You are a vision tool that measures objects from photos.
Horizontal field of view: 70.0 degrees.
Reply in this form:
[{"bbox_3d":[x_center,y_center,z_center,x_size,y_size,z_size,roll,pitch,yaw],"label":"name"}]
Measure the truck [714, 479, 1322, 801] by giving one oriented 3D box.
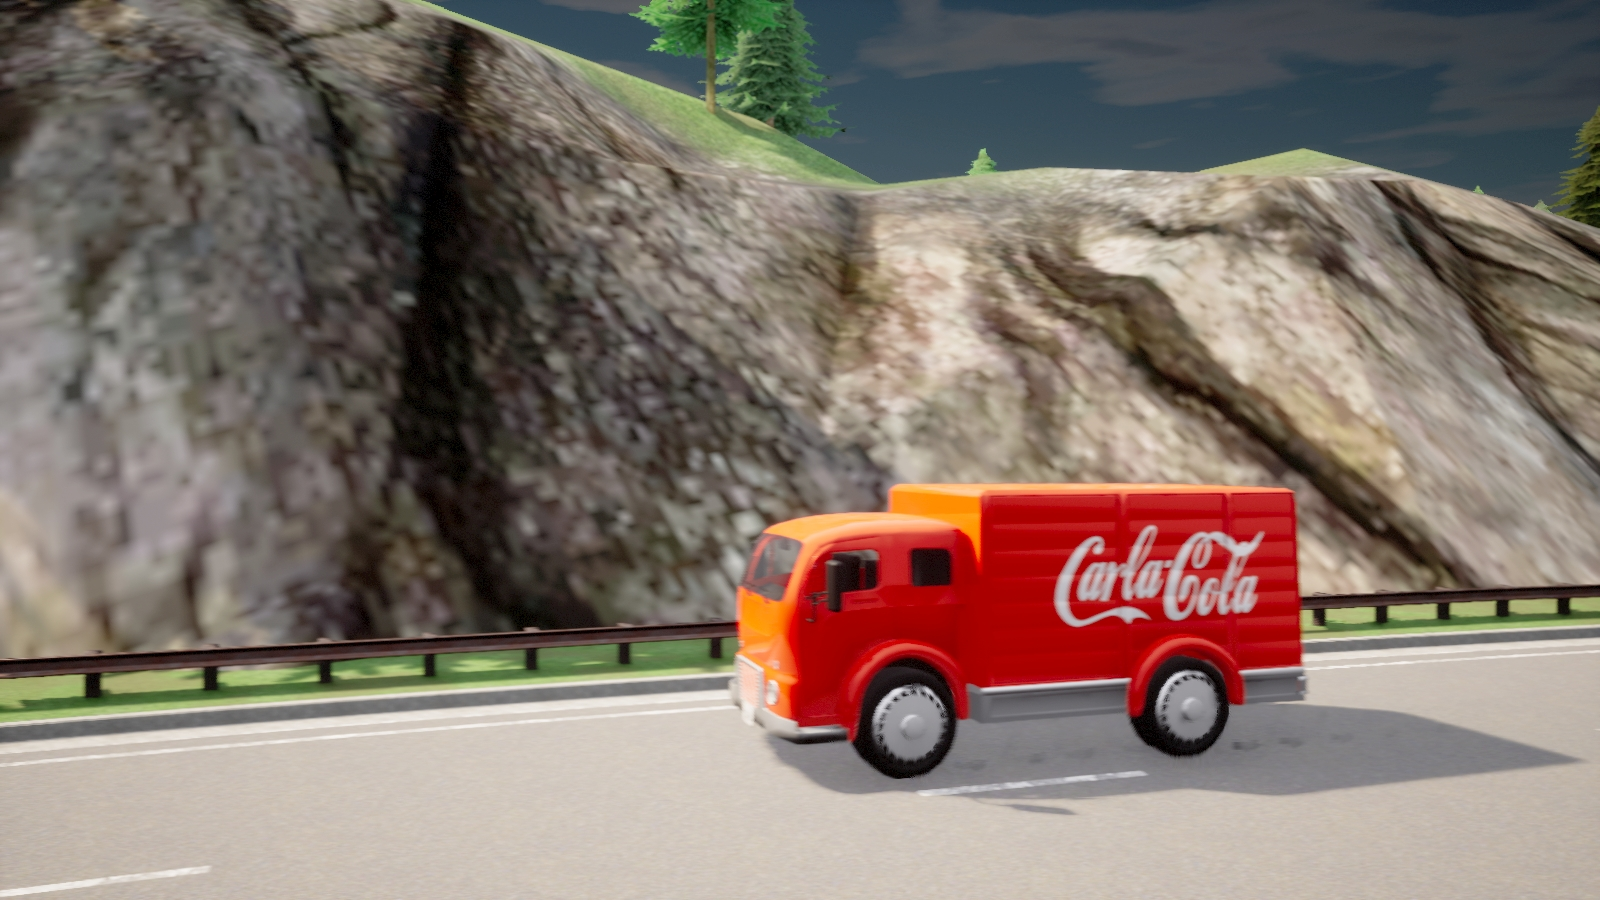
[{"bbox_3d":[2.008,1.565,11.155,5.204,2.467,2.627,0,0,-18],"label":"truck"}]
